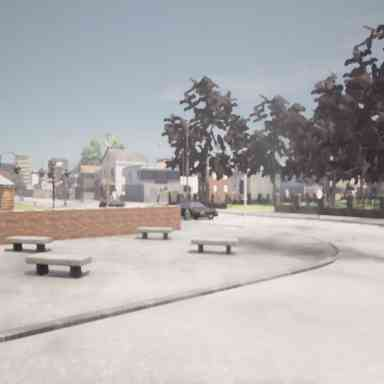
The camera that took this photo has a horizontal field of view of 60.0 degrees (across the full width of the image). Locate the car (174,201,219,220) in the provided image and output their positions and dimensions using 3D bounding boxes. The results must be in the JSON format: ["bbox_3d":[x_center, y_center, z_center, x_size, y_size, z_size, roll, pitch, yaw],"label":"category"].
[{"bbox_3d":[-0.078,1.498,27.856,2.033,1.411,5.357,0,0,-35],"label":"car"}]

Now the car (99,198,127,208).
[{"bbox_3d":[-10.057,1.498,42.016,2.033,1.411,5.357,0,0,-35],"label":"car"}]
